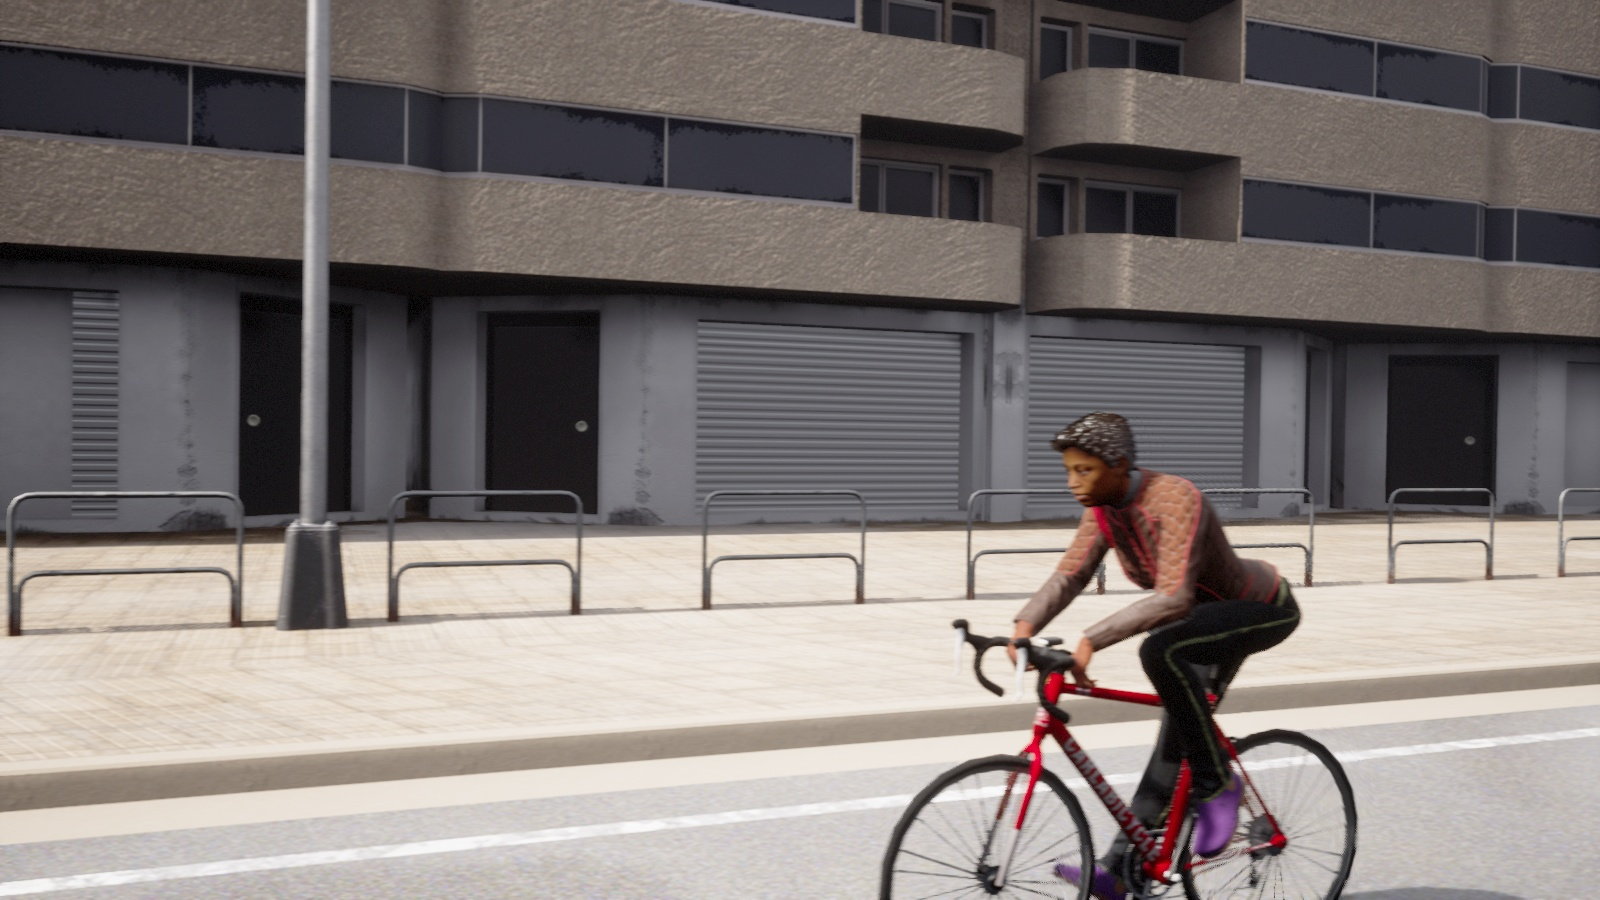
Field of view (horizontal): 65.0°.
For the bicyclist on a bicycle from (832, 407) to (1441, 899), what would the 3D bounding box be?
[{"bbox_3d":[0.978,0.696,3.616,1.656,1.620,0.582,-1,1,-21],"label":"bicyclist on a bicycle"}]
